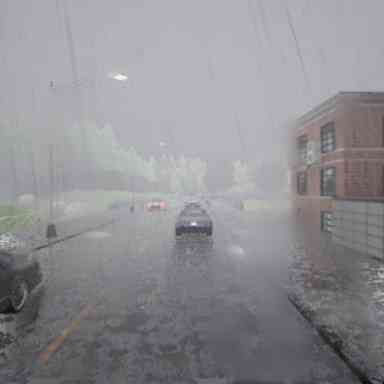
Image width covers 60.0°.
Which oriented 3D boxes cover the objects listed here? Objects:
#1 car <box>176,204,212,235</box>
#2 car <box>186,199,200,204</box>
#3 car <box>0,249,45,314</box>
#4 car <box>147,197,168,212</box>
[{"bbox_3d":[0.101,1.602,19.028,1.994,1.385,4.181,0,0,0],"label":"car"},{"bbox_3d":[0.095,1.609,42.072,1.812,1.442,4.674,0,0,0],"label":"car"},{"bbox_3d":[-4.100,1.557,4.880,2.033,1.411,5.357,0,0,0],"label":"car"},{"bbox_3d":[-4.063,1.431,39.501,2.097,1.767,4.553,0,0,0],"label":"car"}]
